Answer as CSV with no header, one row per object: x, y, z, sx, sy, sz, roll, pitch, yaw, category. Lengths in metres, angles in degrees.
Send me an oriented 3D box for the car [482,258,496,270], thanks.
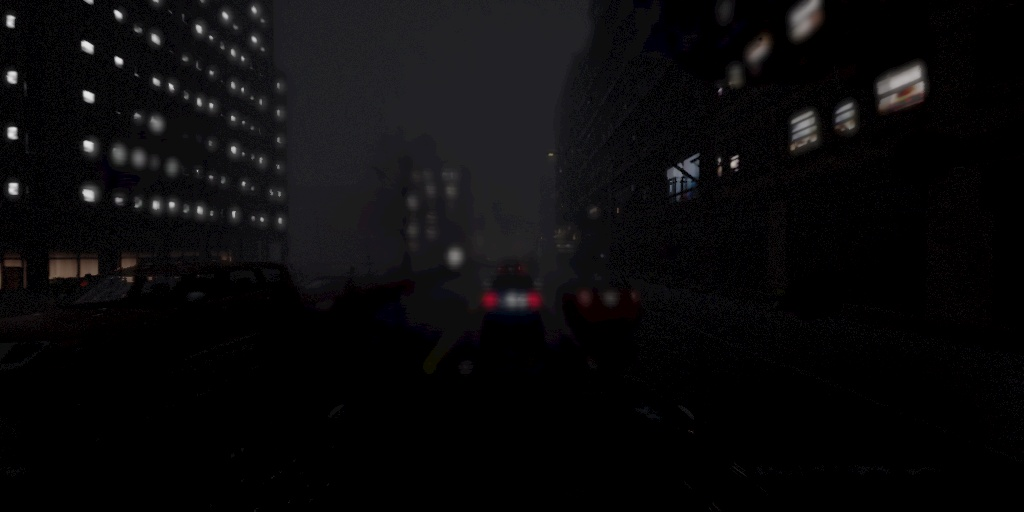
-3.102,1.293,51.675,1.895,1.301,4.718,0,0,0,car

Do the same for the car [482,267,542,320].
0.025,1.283,12.510,2.033,1.411,5.357,0,0,1,car

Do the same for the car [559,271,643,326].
2.686,1.176,11.649,1.967,1.591,4.097,0,0,0,car

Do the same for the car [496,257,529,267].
0.038,1.064,29.604,2.097,1.767,4.553,0,0,0,car

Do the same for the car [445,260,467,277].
-5.702,1.148,33.757,1.967,1.591,4.097,0,0,0,car

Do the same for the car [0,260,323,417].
-5.693,1.058,6.119,2.192,1.841,5.009,0,0,0,car

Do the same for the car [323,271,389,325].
-5.695,1.317,11.647,1.802,1.307,4.207,0,0,0,car

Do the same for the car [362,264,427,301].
-5.696,1.273,17.174,1.888,1.381,4.507,0,0,0,car

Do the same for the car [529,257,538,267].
2.674,1.239,50.341,1.888,1.381,4.507,0,0,0,car

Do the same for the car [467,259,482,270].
-5.708,1.133,50.339,1.967,1.591,4.097,0,0,0,car

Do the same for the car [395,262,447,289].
-5.698,1.272,22.701,2.007,1.370,4.403,0,0,0,car
